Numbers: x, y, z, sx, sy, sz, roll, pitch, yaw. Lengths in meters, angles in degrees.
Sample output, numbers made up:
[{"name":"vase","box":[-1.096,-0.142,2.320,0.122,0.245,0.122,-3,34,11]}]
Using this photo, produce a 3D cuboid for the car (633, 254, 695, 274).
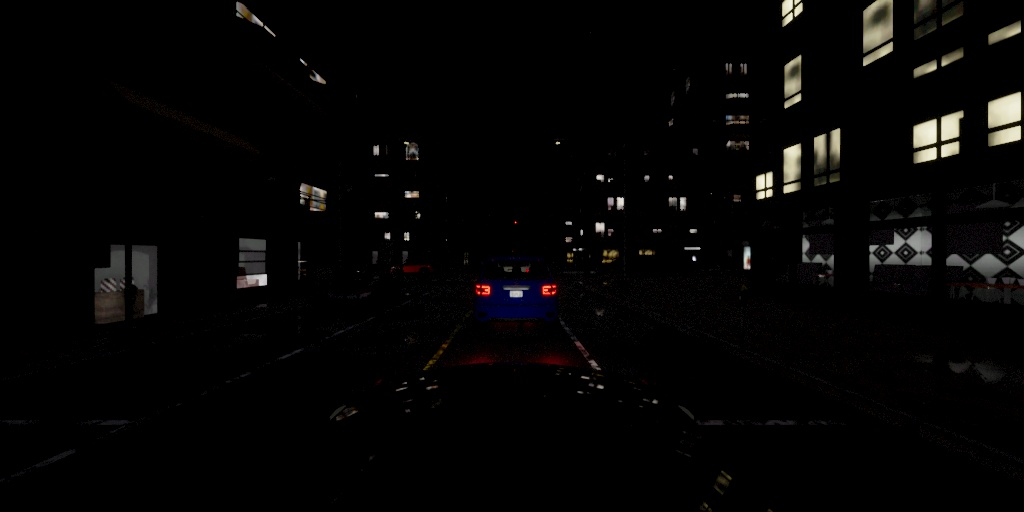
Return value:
[{"name":"car","box":[14.721,0.777,34.358,5.009,1.841,2.192,0,0,0]}]

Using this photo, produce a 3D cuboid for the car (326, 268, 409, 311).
[{"name":"car","box":[-5.736,1.331,14.384,1.802,1.307,4.207,0,0,0]}]

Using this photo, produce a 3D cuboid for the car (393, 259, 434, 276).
[{"name":"car","box":[-11.153,1.280,39.929,4.553,1.767,2.097,-1,0,0]}]

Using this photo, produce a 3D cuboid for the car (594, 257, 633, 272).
[{"name":"car","box":[11.627,1.109,40.122,4.718,1.301,1.895,-1,0,0]}]

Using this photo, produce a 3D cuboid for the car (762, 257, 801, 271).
[{"name":"car","box":[25.815,0.821,34.451,4.313,1.339,1.948,0,0,0]}]

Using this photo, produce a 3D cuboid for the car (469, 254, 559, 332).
[{"name":"car","box":[0.101,0.971,10.979,2.150,2.045,5.566,0,0,0]}]

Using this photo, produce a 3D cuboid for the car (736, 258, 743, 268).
[{"name":"car","box":[28.275,0.798,40.259,4.718,1.301,1.895,-1,0,0]}]

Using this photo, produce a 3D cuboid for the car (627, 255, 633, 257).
[{"name":"car","box":[14.589,0.762,42.737,5.009,1.841,2.192,0,0,0]}]

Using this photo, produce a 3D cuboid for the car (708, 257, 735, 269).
[{"name":"car","box":[25.681,0.822,42.831,4.207,1.307,1.802,0,0,0]}]
